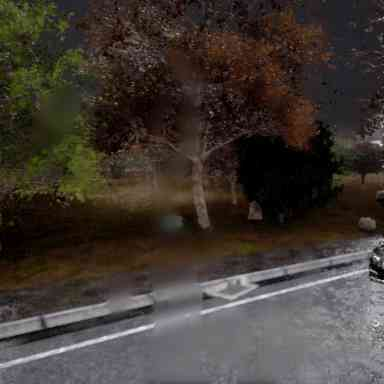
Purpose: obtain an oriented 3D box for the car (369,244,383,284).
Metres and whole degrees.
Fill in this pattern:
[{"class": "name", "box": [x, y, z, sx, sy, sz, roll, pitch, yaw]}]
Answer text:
[{"class": "car", "box": [6.269, 1.435, 8.019, 4.902, 1.511, 2.128, -1, 1, -32]}]
